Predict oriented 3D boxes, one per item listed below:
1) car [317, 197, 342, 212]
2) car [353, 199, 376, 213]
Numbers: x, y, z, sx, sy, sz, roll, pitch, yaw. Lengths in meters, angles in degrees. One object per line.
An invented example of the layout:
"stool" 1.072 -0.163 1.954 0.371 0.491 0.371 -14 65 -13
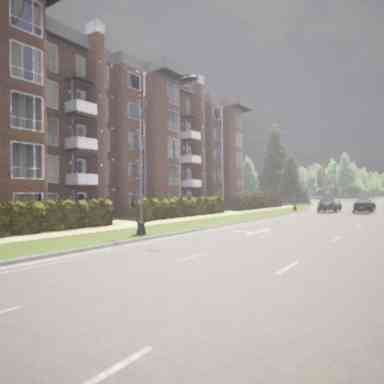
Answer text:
"car" 16.340 1.448 39.449 2.097 1.767 4.553 -1 -1 32
"car" 19.351 1.513 37.309 1.882 1.535 5.008 -1 0 34
